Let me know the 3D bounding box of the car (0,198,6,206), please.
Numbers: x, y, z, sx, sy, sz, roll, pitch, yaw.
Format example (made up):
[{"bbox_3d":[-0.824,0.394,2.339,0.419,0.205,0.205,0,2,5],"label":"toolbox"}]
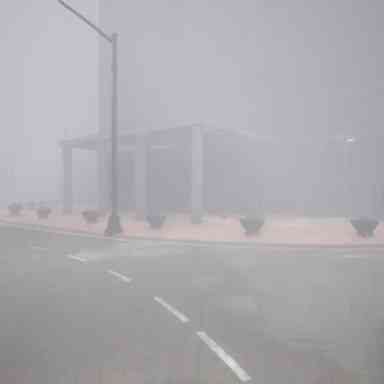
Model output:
[{"bbox_3d":[-31.892,1.619,54.195,1.994,1.385,4.181,0,0,-11],"label":"car"}]
